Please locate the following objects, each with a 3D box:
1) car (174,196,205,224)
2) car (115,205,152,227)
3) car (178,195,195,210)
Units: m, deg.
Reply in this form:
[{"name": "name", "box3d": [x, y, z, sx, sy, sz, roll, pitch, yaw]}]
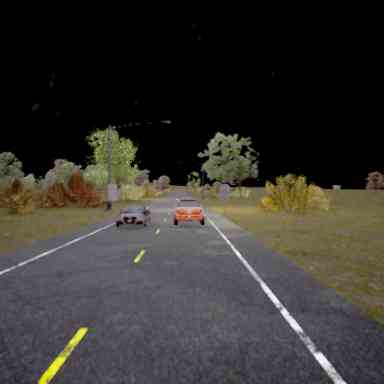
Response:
[{"name": "car", "box3d": [-0.232, 1.335, 24.426, 2.097, 1.767, 4.553, 0, 0, -1]}, {"name": "car", "box3d": [-3.815, 1.553, 22.270, 1.994, 1.385, 4.181, 0, 0, -1]}, {"name": "car", "box3d": [-0.737, 1.311, 41.906, 2.097, 1.767, 4.553, 0, 0, -2]}]
